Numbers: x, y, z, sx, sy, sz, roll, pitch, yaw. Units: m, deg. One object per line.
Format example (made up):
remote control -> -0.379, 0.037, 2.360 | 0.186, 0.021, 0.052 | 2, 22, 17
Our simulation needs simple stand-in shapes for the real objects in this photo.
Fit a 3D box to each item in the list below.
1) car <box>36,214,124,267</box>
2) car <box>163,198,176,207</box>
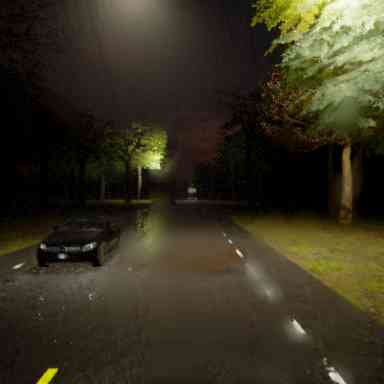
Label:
car -> -3.615, 1.527, 11.588 | 1.812, 1.442, 4.674 | 0, 0, 0
car -> -3.625, 1.607, 54.332 | 2.033, 1.411, 5.357 | 0, 0, 1
